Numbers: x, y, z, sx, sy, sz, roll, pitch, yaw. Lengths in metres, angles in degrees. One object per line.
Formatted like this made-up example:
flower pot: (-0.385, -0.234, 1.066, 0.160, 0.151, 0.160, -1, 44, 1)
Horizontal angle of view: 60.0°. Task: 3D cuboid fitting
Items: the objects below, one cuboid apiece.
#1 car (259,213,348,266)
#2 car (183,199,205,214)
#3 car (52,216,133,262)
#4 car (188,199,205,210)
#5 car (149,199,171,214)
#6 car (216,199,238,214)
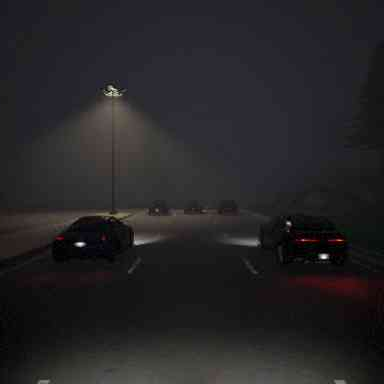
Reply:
car: (3.603, 1.505, 11.496, 1.837, 1.490, 4.892, 0, 0, 0)
car: (0.149, 1.525, 35.377, 1.812, 1.442, 4.674, 0, 0, 1)
car: (-3.397, 1.564, 12.110, 1.994, 1.385, 4.181, 0, 0, 0)
car: (0.649, 1.600, 44.528, 1.895, 1.301, 4.718, 0, 0, 6)
car: (-3.359, 1.502, 34.677, 1.837, 1.490, 4.892, 0, -1, 1)
car: (3.645, 1.477, 35.017, 1.882, 1.535, 5.008, 0, 0, 1)
